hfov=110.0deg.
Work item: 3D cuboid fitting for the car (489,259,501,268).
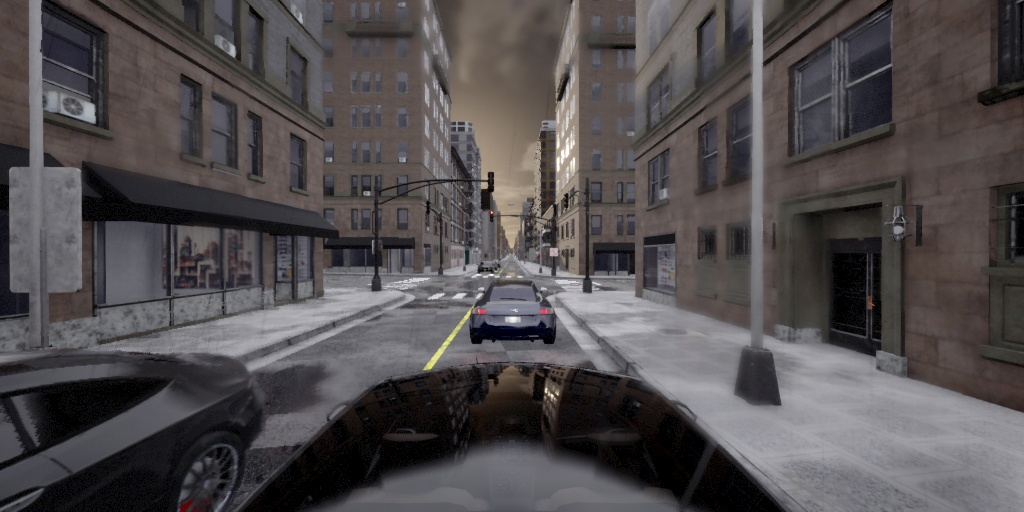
[{"bbox_3d":[-3.016,1.321,63.263,1.882,1.535,5.008,0,0,0],"label":"car"}]

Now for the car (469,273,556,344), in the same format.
[{"bbox_3d":[0.016,1.315,9.587,1.994,1.385,4.181,0,0,0],"label":"car"}]

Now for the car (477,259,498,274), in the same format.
[{"bbox_3d":[-3.067,1.308,43.031,1.837,1.490,4.892,0,0,0],"label":"car"}]

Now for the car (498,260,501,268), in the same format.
[{"bbox_3d":[-3.061,1.370,52.854,2.033,1.411,5.357,0,0,0],"label":"car"}]

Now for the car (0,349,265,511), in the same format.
[{"bbox_3d":[-3.081,1.275,1.314,1.812,1.442,4.674,0,0,0],"label":"car"}]
